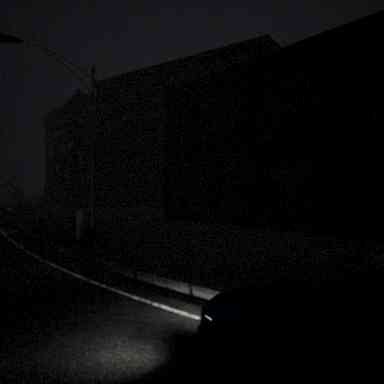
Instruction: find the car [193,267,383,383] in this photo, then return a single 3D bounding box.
[{"bbox_3d":[2.201,1.528,3.430,4.674,1.442,1.812,0,0,36],"label":"car"}]
